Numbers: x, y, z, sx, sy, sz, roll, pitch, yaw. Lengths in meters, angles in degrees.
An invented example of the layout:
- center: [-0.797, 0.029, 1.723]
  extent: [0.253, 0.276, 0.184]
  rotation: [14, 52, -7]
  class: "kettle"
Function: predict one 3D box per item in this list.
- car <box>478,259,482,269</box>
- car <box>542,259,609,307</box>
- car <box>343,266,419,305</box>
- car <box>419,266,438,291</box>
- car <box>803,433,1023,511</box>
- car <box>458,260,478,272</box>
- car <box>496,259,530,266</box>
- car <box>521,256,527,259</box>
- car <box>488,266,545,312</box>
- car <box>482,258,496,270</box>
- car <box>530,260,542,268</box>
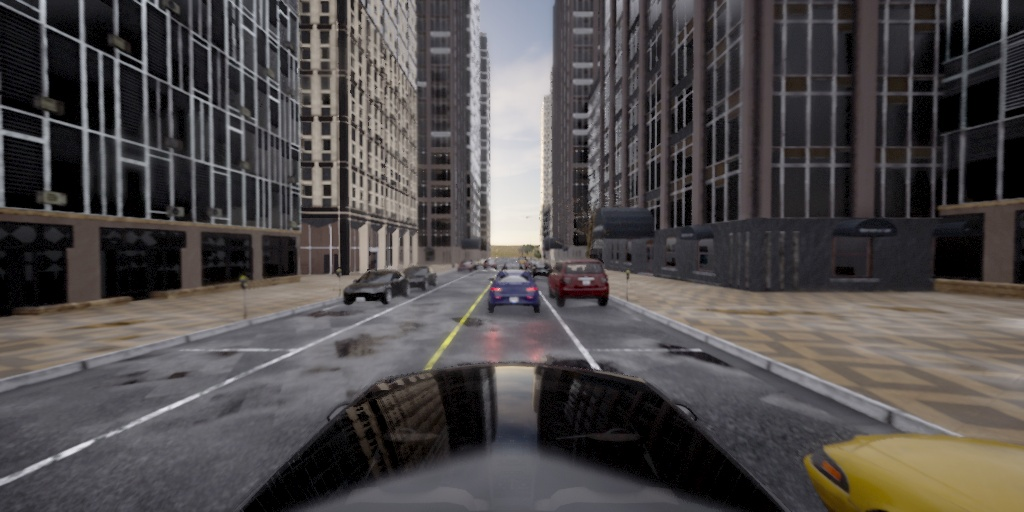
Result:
- center: [-5.662, 1.239, 50.043]
  extent: [1.948, 1.339, 4.313]
  rotation: [0, 0, 0]
  class: "car"
- center: [2.730, 1.046, 15.451]
  extent: [2.192, 1.841, 5.009]
  rotation: [0, 0, 0]
  class: "car"
- center: [-5.828, 1.296, 16.000]
  extent: [1.948, 1.339, 4.313]
  rotation: [0, 0, 0]
  class: "car"
- center: [-5.659, 1.288, 21.674]
  extent: [1.948, 1.339, 4.313]
  rotation: [0, 0, 0]
  class: "car"
- center: [2.822, 1.277, 0.370]
  extent: [1.751, 1.417, 4.829]
  rotation: [0, 0, 0]
  class: "car"
- center: [-5.661, 1.266, 44.369]
  extent: [1.802, 1.307, 4.207]
  rotation: [0, 0, 0]
  class: "car"
- center: [0.067, 1.203, 28.784]
  extent: [2.128, 1.511, 4.902]
  rotation: [0, 0, 0]
  class: "car"
- center: [2.686, 1.114, 49.984]
  extent: [1.967, 1.591, 4.097]
  rotation: [0, 0, 0]
  class: "car"
- center: [0.071, 1.260, 13.902]
  extent: [1.812, 1.442, 4.674]
  rotation: [0, 0, 0]
  class: "car"
- center: [-3.084, 1.197, 50.821]
  extent: [1.812, 1.442, 4.674]
  rotation: [0, 0, 0]
  class: "car"
- center: [2.688, 1.269, 32.961]
  extent: [1.948, 1.339, 4.313]
  rotation: [0, 0, 0]
  class: "car"
